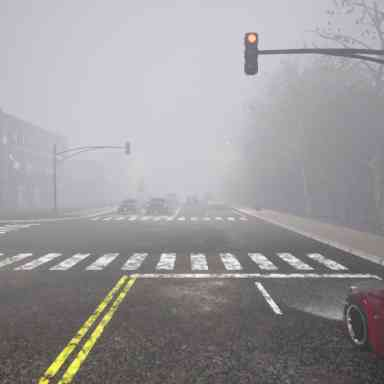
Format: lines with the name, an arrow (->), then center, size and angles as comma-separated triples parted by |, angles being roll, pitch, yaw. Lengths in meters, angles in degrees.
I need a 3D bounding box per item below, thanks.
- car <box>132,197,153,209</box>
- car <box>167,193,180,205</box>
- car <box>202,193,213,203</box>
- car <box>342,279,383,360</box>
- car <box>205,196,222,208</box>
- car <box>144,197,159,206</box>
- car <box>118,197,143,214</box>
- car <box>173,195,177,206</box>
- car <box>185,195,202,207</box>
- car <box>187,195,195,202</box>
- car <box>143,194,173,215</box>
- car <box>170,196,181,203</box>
car -> -6.676, 1.476, 45.106 | 2.128, 1.511, 4.902 | 0, 0, 0
car -> -3.438, 1.202, 54.293 | 2.150, 2.045, 5.566 | 0, 0, 1
car -> 3.212, 1.196, 69.217 | 2.150, 2.045, 5.566 | 0, 0, 0
car -> 3.346, 1.563, 3.541 | 1.994, 1.385, 4.181 | 0, 0, 0
car -> 3.254, 1.584, 48.453 | 1.895, 1.301, 4.718 | 0, 0, 0
car -> -6.683, 1.506, 55.239 | 1.812, 1.442, 4.674 | 0, 0, 0
car -> -6.663, 1.494, 35.682 | 1.837, 1.490, 4.892 | 0, 0, 0
car -> -3.423, 1.533, 43.615 | 2.033, 1.411, 5.357 | 0, 0, 1
car -> 0.002, 1.334, 50.153 | 2.097, 1.767, 4.553 | 0, 0, 0
car -> -0.149, 1.494, 75.907 | 1.812, 1.442, 4.674 | 0, 0, 0
car -> -3.412, 1.342, 34.141 | 2.097, 1.767, 4.553 | 0, 0, 0
car -> -3.391, 1.522, 68.481 | 2.033, 1.411, 5.357 | 0, 0, 0
